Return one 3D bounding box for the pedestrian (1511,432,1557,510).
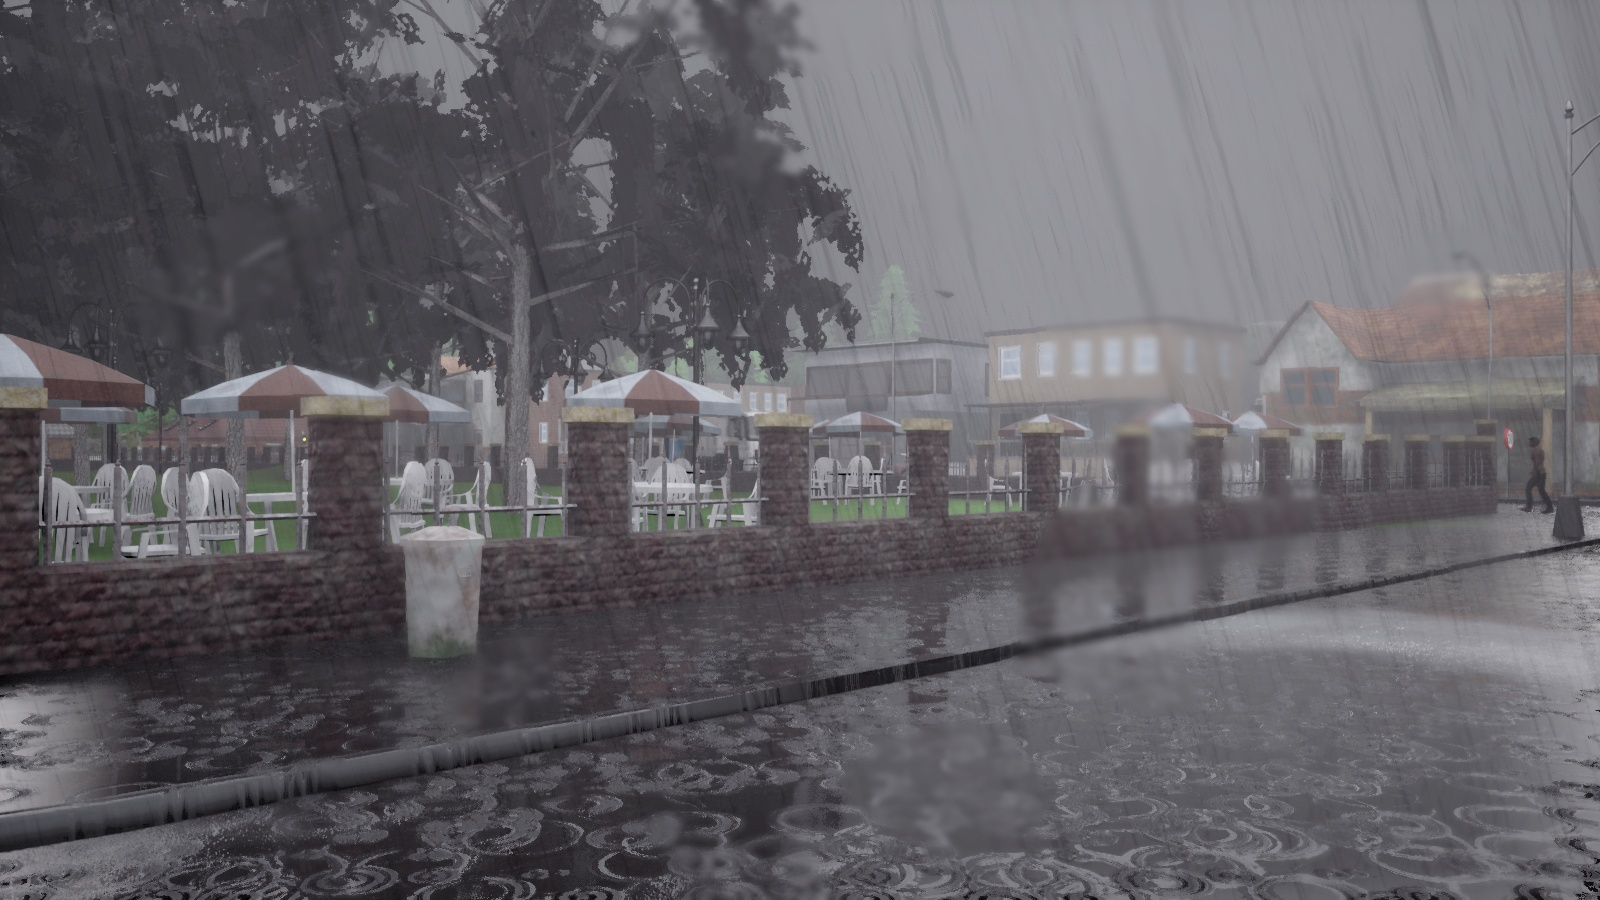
[{"bbox_3d":[17.287,0.497,29.573,0.328,1.805,0.869,0,0,-40],"label":"pedestrian"}]

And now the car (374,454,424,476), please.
[{"bbox_3d":[-28.006,1.009,87.721,3.633,1.501,1.845,0,0,44],"label":"car"}]

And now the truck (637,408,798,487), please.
[{"bbox_3d":[-3.948,-0.093,58.406,7.936,3.462,2.891,0,0,45],"label":"truck"}]

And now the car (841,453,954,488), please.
[{"bbox_3d":[4.300,0.870,55.921,4.792,1.488,2.163,0,0,45],"label":"car"}]
